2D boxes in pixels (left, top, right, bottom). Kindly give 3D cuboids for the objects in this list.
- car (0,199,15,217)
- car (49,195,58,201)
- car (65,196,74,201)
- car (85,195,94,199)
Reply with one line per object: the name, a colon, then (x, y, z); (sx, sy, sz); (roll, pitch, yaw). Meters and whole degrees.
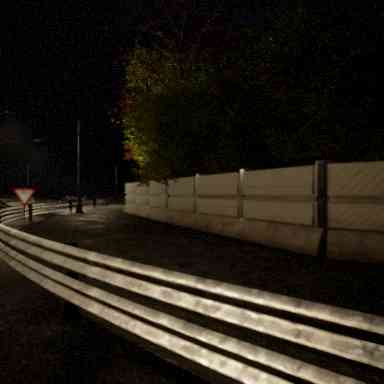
car: (-16.996, 1.385, 28.541); (2.097, 1.767, 4.553); (0, 0, -9)
car: (-33.529, 1.415, 80.718); (1.882, 1.535, 5.008); (0, 0, -25)
car: (-30.295, 1.541, 82.053); (1.895, 1.301, 4.718); (0, 0, -25)
car: (-25.352, 1.509, 82.423); (1.994, 1.385, 4.181); (0, 0, -9)
